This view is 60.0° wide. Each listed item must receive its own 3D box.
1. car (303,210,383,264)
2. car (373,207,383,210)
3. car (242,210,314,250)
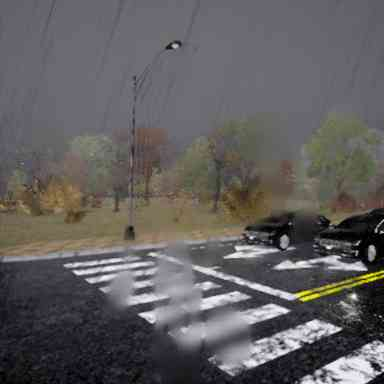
[{"bbox_3d":[6.552,1.607,12.324,4.892,1.490,1.837,1,0,-33],"label":"car"},{"bbox_3d":[11.827,1.689,20.127,4.892,1.490,1.837,1,0,-35],"label":"car"},{"bbox_3d":[4.358,1.604,14.788,4.892,1.490,1.837,0,0,-36],"label":"car"}]
